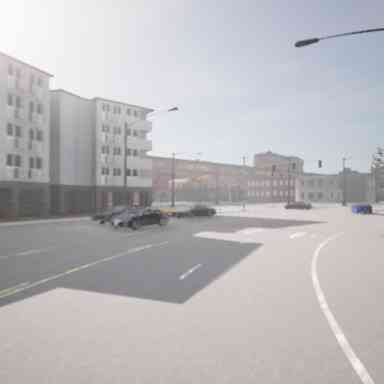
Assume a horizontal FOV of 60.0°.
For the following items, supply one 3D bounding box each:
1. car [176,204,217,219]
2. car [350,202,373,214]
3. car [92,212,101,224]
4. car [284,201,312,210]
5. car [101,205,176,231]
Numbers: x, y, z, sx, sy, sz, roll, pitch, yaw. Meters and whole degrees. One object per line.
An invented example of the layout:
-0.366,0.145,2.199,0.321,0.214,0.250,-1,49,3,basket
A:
0.311,1.987,34.136,2.033,1.411,5.357,0,-1,43,car
22.364,2.102,43.941,1.882,1.535,5.008,0,-1,16,car
-5.449,1.786,26.968,2.033,1.411,5.357,0,-1,33,car
18.063,2.319,56.692,1.812,1.442,4.674,1,-1,-44,car
-3.543,1.777,23.175,2.128,1.511,4.902,0,-1,32,car
